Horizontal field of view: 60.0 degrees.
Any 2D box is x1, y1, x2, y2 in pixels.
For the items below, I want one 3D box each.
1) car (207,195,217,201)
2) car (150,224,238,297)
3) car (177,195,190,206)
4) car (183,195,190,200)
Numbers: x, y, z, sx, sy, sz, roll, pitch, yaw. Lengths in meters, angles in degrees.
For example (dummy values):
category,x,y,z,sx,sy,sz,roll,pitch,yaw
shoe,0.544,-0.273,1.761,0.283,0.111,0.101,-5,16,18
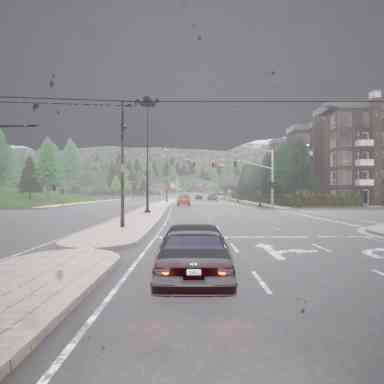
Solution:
category,x,y,z,sx,sy,sz,roll,pitch,yaw
car,5.476,1.548,85.351,2.033,1.411,5.357,0,0,0
car,0.042,1.548,8.735,2.033,1.411,5.357,0,0,0
car,-1.359,1.358,54.480,2.097,1.767,4.553,0,0,-1
car,-1.548,1.534,95.483,1.812,1.442,4.674,0,0,0
